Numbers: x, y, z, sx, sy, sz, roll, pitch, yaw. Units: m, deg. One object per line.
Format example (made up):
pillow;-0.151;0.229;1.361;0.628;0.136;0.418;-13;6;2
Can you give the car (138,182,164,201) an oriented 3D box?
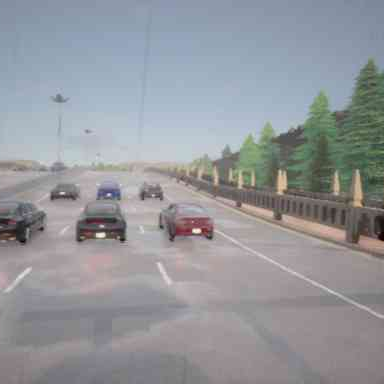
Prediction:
car;-3.652;-0.159;29.361;2.128;1.511;4.902;1;6;-13

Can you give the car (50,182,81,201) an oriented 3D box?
car;-10.420;-0.158;27.545;1.994;1.385;4.181;1;6;-13

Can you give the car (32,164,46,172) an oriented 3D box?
car;-29.735;-4.645;64.886;1.812;1.442;4.674;1;6;-13

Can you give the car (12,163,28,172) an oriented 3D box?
car;-33.145;-4.718;64.098;1.837;1.490;4.892;1;6;-13

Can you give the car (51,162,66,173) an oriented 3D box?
car;-26.276;-4.876;65.478;2.150;2.045;5.566;1;6;-13

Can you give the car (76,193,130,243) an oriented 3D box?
car;-3.720;1.108;13.984;1.837;1.490;4.892;1;4;-13

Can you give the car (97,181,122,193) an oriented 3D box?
car;-7.019;-0.201;28.379;1.882;1.535;5.008;1;6;-13

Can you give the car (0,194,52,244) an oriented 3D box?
car;-7.130;1.059;13.199;1.837;1.490;4.892;1;4;-13

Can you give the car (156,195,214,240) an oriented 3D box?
car;-0.327;1.170;14.848;1.812;1.442;4.674;1;3;-13
